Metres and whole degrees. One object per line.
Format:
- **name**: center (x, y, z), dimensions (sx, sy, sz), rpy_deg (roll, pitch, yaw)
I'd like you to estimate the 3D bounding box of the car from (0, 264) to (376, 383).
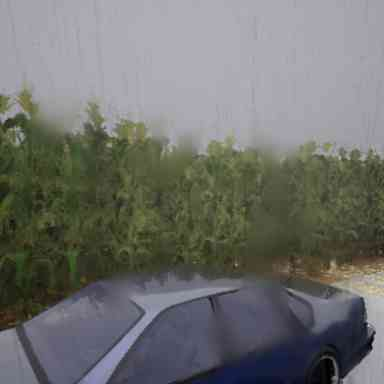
- **car**: center (-0.272, 1.551, 3.302), dimensions (5.357, 1.411, 2.033), rpy_deg (0, 0, -35)
